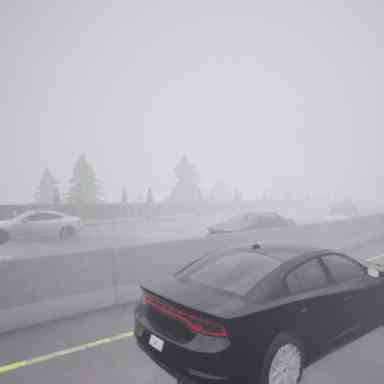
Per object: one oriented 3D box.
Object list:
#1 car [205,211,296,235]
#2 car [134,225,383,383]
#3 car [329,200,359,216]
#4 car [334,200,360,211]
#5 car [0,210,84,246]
[{"bbox_3d":[2.991,1.626,15.842,5.357,1.411,2.033,0,0,-44],"label":"car"},{"bbox_3d":[1.552,1.500,5.185,5.008,1.535,1.882,0,0,-38],"label":"car"},{"bbox_3d":[15.915,1.673,34.757,1.837,1.490,4.892,0,-1,42],"label":"car"},{"bbox_3d":[21.530,1.788,46.120,1.994,1.385,4.181,0,0,43],"label":"car"},{"bbox_3d":[-7.595,1.613,16.009,4.674,1.442,1.812,0,0,-38],"label":"car"}]
